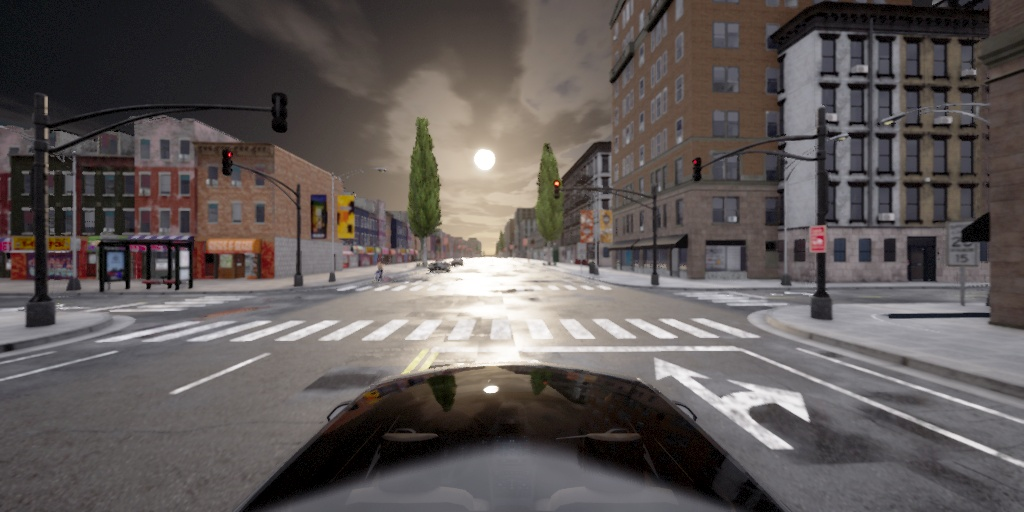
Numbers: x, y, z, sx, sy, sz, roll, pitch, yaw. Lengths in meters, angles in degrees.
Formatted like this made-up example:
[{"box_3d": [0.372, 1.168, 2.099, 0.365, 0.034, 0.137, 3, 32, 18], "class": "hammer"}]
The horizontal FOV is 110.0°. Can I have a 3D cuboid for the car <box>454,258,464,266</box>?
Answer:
[{"box_3d": [-9.505, 1.070, 63.126, 2.033, 1.411, 5.357, 0, 0, -4], "class": "car"}]

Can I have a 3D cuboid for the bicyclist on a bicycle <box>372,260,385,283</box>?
[{"box_3d": [-9.444, 1.088, 25.517, 0.866, 1.612, 1.509, 0, 0, -3], "class": "bicyclist on a bicycle"}]

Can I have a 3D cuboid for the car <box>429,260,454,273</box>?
[{"box_3d": [-8.209, 1.161, 41.068, 1.994, 1.385, 4.181, 0, 0, -3], "class": "car"}]
